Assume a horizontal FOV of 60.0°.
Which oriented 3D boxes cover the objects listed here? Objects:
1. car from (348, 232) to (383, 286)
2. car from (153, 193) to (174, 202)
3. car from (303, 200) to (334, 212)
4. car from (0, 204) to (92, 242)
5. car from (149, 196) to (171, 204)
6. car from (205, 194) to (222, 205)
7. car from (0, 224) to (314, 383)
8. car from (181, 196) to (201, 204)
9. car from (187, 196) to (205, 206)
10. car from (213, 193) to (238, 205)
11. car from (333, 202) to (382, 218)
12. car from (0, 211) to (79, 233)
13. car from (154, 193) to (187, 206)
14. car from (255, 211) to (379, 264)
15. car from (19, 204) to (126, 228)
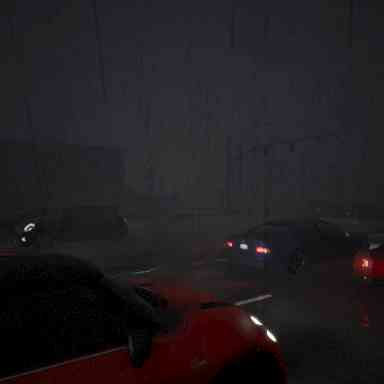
[{"bbox_3d":[6.052,1.601,8.097,4.718,1.301,1.895,0,0,-35],"label":"car"},{"bbox_3d":[-6.493,1.225,76.104,2.150,2.045,5.566,0,0,-36],"label":"car"},{"bbox_3d":[12.412,1.525,31.242,4.674,1.442,1.812,0,0,-35],"label":"car"},{"bbox_3d":[-7.863,1.477,16.806,5.008,1.535,1.882,0,0,-35],"label":"car"},{"bbox_3d":[-6.182,1.505,63.688,1.837,1.490,4.892,0,0,-36],"label":"car"},{"bbox_3d":[2.402,1.547,57.774,2.033,1.411,5.357,0,0,-36],"label":"car"},{"bbox_3d":[-1.281,1.352,2.833,4.553,1.767,2.097,0,0,-35],"label":"car"},{"bbox_3d":[-0.218,1.564,67.418,1.994,1.385,4.181,0,0,-37],"label":"car"},{"bbox_3d":[-0.599,1.547,55.947,2.033,1.411,5.357,0,0,-36],"label":"car"},{"bbox_3d":[5.658,1.222,59.262,2.150,2.045,5.566,0,0,-36],"label":"car"},{"bbox_3d":[14.329,1.564,28.311,4.181,1.385,1.994,0,0,-35],"label":"car"},{"bbox_3d":[-4.339,1.352,4.953,4.553,1.767,2.097,0,0,-35],"label":"car"},{"bbox_3d":[-3.632,1.221,54.163,2.150,2.045,5.566,0,0,-35],"label":"car"},{"bbox_3d":[3.481,1.547,10.569,5.357,1.411,2.033,0,0,-35],"label":"car"},{"bbox_3d":[-5.149,1.352,14.442,4.553,1.767,2.097,0,0,-35],"label":"car"}]
